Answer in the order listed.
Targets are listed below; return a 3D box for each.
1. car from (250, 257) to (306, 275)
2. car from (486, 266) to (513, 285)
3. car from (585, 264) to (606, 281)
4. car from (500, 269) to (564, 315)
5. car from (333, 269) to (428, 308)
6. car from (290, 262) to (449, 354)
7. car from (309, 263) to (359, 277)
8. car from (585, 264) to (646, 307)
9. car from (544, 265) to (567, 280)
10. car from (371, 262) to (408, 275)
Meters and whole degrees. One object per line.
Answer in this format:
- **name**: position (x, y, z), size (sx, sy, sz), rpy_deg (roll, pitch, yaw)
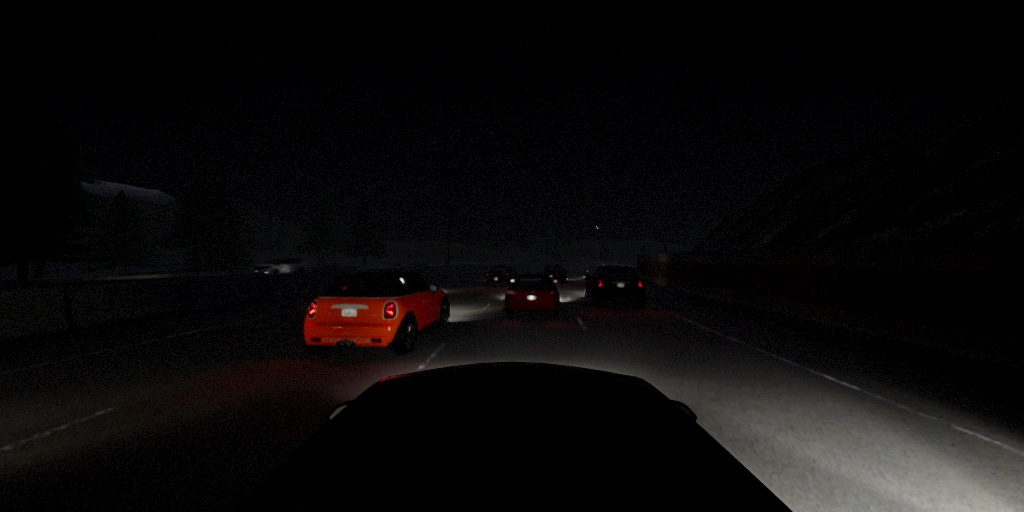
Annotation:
- **car**: position (-23.919, 1.130, 37.096), size (2.150, 2.045, 5.566), rpy_deg (0, 0, 13)
- **car**: position (-0.682, 1.453, 27.661), size (1.812, 1.442, 4.674), rpy_deg (0, 0, 11)
- **car**: position (8.190, 1.535, 34.938), size (1.812, 1.442, 4.674), rpy_deg (0, 0, 15)
- **car**: position (0.859, 1.404, 14.211), size (1.994, 1.385, 4.181), rpy_deg (0, 0, 6)
- **car**: position (-5.924, 1.383, 17.038), size (2.033, 1.411, 5.357), rpy_deg (0, 0, 7)
- **car**: position (-3.055, 1.143, 9.120), size (2.097, 1.767, 4.553), rpy_deg (0, 0, 3)
- **car**: position (-19.649, 1.492, 39.885), size (2.033, 1.411, 5.357), rpy_deg (0, 0, 14)
- **car**: position (4.632, 1.221, 16.581), size (2.097, 1.767, 4.553), rpy_deg (0, 0, 6)
- **car**: position (3.700, 1.494, 31.396), size (1.812, 1.442, 4.674), rpy_deg (0, 0, 13)
- **car**: position (-14.904, 1.515, 43.925), size (1.812, 1.442, 4.674), rpy_deg (0, 0, 17)
